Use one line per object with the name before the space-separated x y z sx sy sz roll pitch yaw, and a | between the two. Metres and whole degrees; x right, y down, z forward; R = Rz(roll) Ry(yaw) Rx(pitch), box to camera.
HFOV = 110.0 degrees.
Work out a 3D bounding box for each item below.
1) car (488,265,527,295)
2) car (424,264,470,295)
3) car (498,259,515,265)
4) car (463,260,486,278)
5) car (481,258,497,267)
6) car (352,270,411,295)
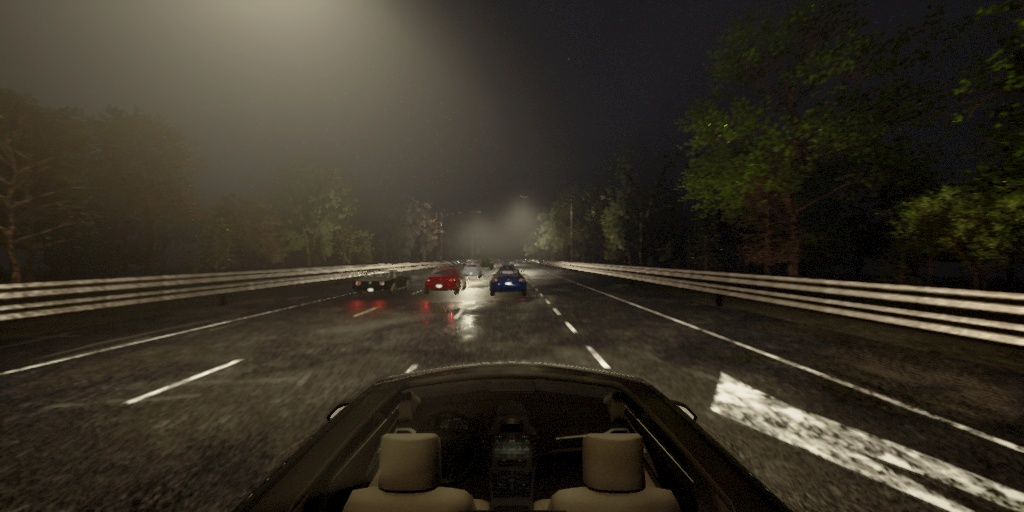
car | -0.203 1.391 20.343 1.994 1.385 4.181 0 0 -1
car | -3.700 1.360 20.379 1.812 1.442 4.674 0 0 -1
car | -0.544 1.554 50.052 1.994 1.385 4.181 0 0 -1
car | -3.881 1.442 36.050 1.812 1.442 4.674 0 0 -1
car | -4.164 1.277 60.127 2.150 2.045 5.566 0 0 -1
car | -7.198 1.441 20.412 1.895 1.301 4.718 0 0 -1
